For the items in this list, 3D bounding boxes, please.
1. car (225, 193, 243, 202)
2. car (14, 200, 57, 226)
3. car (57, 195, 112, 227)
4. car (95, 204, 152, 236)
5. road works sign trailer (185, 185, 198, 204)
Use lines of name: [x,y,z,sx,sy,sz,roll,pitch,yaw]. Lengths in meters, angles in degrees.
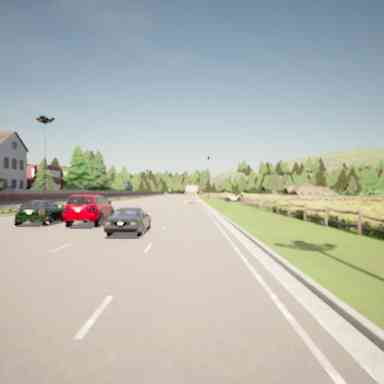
car: [8.898,1.190,70.419,3.866,1.878,1.905,0,0,0]
car: [-10.407,1.344,23.354,2.097,1.767,4.553,0,0,0]
car: [-6.906,1.213,22.772,2.150,2.045,5.566,0,0,0]
car: [-3.406,1.541,18.305,2.033,1.411,5.357,0,0,0]
road works sign trailer: [-0.021,0.444,61.412,2.380,3.560,2.880,0,0,0]
